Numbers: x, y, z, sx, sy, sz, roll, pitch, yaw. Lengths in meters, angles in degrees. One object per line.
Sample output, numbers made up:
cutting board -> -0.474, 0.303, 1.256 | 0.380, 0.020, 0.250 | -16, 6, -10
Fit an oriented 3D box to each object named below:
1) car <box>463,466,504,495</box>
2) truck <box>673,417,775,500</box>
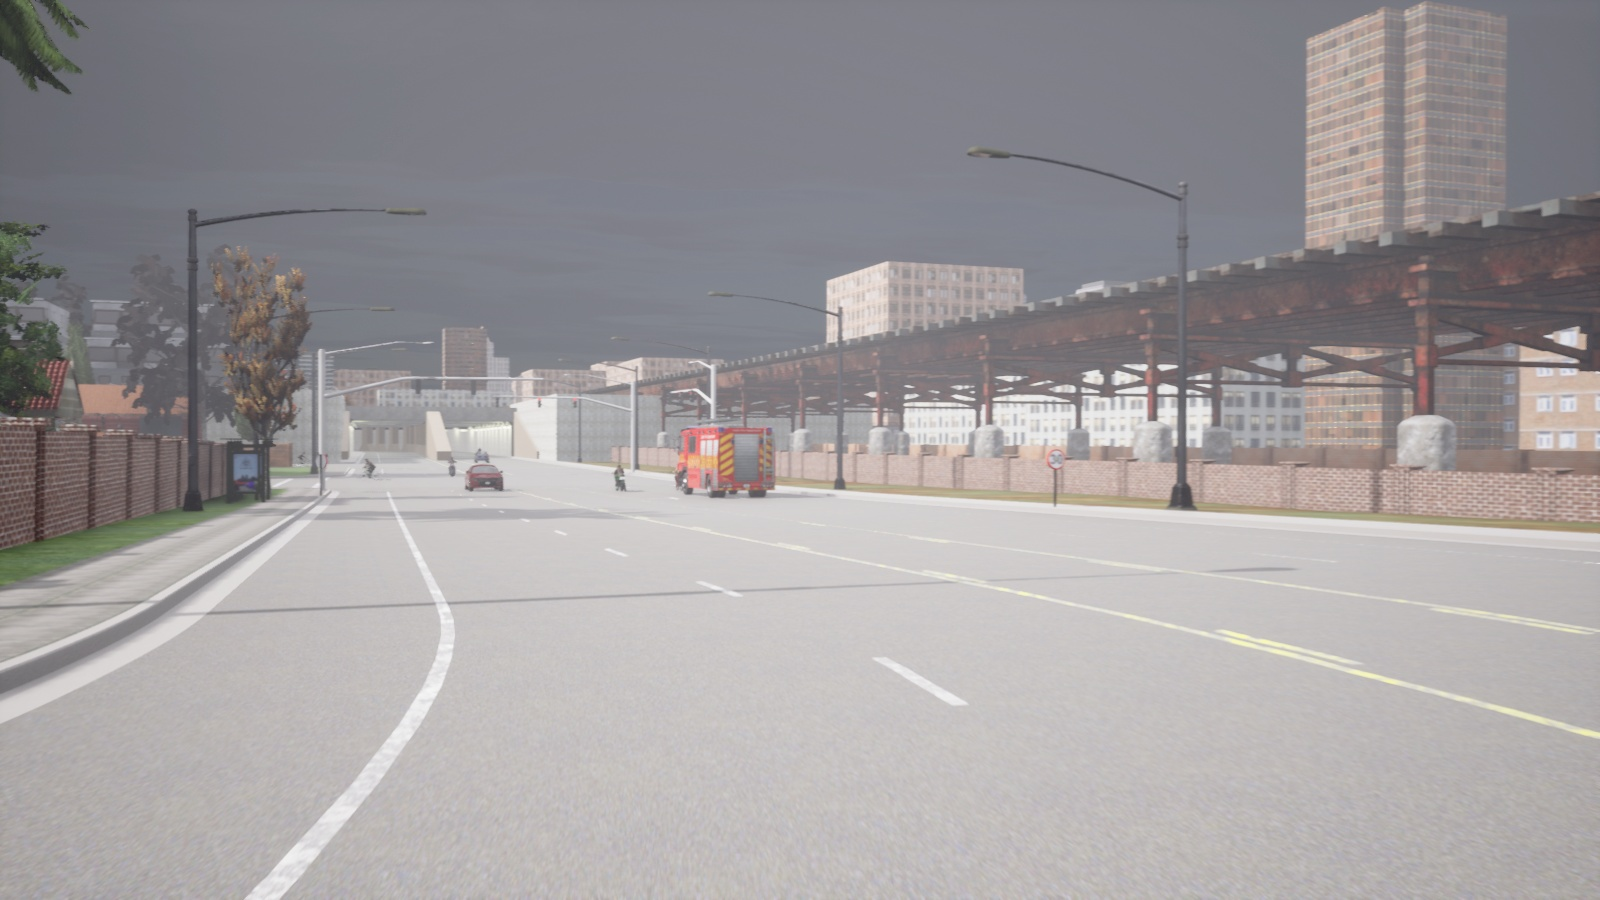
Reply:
car -> -18.187, 1.709, 72.110 | 1.882, 1.535, 5.008 | -1, 0, -19
truck -> -3.934, 0.411, 62.793 | 2.891, 3.827, 8.468 | 0, 0, -19
